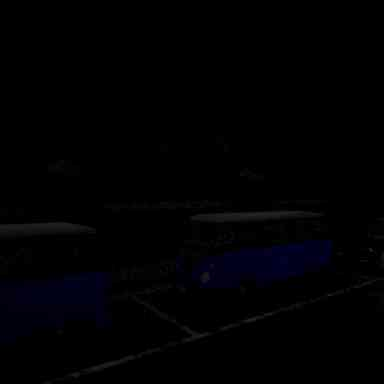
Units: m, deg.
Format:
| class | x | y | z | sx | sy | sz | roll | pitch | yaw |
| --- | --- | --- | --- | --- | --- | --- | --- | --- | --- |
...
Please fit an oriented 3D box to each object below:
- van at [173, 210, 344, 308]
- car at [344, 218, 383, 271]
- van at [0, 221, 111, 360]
| class | x | y | z | sx | sy | sz | roll | pitch | yaw |
| --- | --- | --- | --- | --- | --- | --- | --- | --- | --- |
| van | 1.512 | 1.338 | 7.614 | 3.998 | 1.788 | 1.690 | 0 | 0 | -35 |
| car | 6.119 | 1.538 | 10.898 | 4.507 | 1.381 | 1.887 | 0 | 0 | -35 |
| van | -3.095 | 1.341 | 4.330 | 3.998 | 1.788 | 1.690 | 0 | 0 | -35 |
